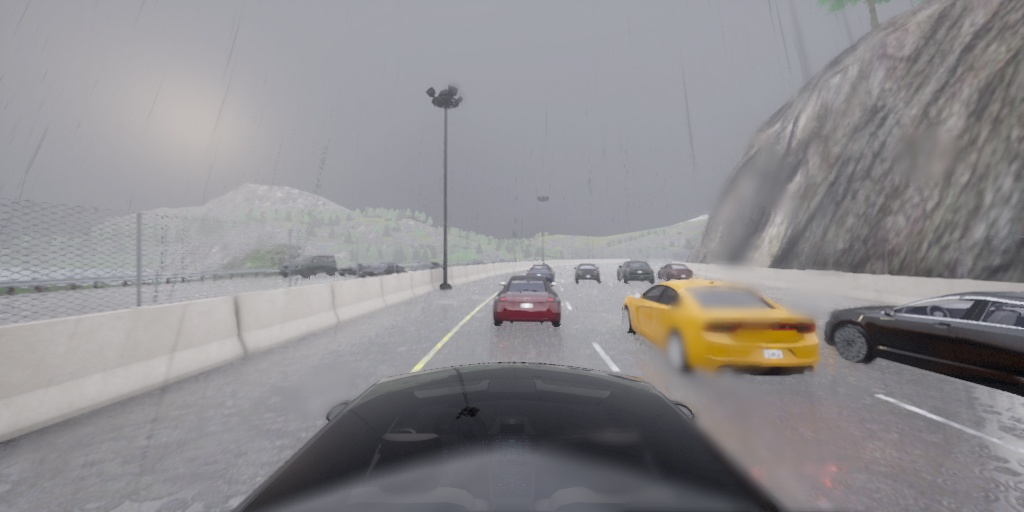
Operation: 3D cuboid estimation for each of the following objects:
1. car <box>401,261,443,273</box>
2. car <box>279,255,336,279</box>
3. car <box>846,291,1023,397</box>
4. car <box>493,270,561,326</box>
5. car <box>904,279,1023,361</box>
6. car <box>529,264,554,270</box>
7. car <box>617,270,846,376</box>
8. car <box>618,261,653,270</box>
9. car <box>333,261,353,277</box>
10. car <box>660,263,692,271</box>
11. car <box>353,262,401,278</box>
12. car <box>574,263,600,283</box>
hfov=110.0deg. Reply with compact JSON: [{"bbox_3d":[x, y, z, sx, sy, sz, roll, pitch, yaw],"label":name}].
[{"bbox_3d":[-7.796,1.248,32.417,1.837,1.490,4.892,0,0,10],"label":"car"},{"bbox_3d":[-18.391,0.940,32.815,2.150,2.045,5.566,0,0,10],"label":"car"},{"bbox_3d":[7.222,1.259,5.234,2.128,1.511,4.902,0,0,1],"label":"car"},{"bbox_3d":[0.518,1.319,11.738,1.994,1.385,4.181,0,0,3],"label":"car"},{"bbox_3d":[10.752,1.302,6.693,1.812,1.442,4.674,0,0,2],"label":"car"},{"bbox_3d":[2.243,1.328,27.501,1.994,1.385,4.181,0,0,9],"label":"car"},{"bbox_3d":[3.799,1.238,7.562,1.882,1.535,5.008,0,0,2],"label":"car"},{"bbox_3d":[9.270,1.132,27.191,2.097,1.767,4.553,0,0,9],"label":"car"},{"bbox_3d":[-14.554,1.329,34.458,1.895,1.301,4.718,0,0,10],"label":"car"},{"bbox_3d":[13.062,1.315,28.775,1.812,1.442,4.674,0,0,10],"label":"car"},{"bbox_3d":[-11.436,1.282,32.091,2.033,1.411,5.357,0,0,10],"label":"car"},{"bbox_3d":[5.882,1.298,28.216,1.812,1.442,4.674,0,0,9],"label":"car"}]
